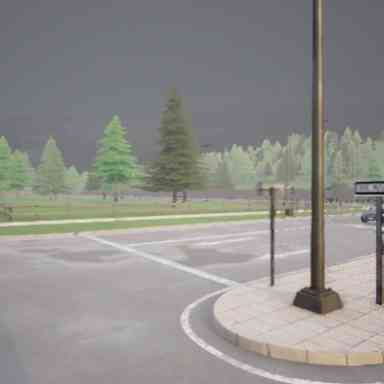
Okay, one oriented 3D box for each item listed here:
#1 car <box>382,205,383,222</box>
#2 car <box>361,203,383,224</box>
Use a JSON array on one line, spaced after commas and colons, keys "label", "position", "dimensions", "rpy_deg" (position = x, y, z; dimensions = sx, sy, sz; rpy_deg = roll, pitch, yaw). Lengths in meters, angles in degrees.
[{"label": "car", "position": [12.656, 1.556, 18.547], "dimensions": [4.181, 1.385, 1.994], "rpy_deg": [0, 0, -35]}, {"label": "car", "position": [13.941, 1.517, 23.747], "dimensions": [4.674, 1.442, 1.812], "rpy_deg": [0, 0, -36]}]
